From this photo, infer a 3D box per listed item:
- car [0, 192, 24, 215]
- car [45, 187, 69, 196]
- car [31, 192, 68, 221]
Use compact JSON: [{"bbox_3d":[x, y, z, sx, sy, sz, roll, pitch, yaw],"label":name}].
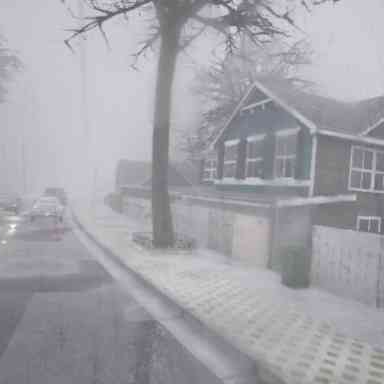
[{"bbox_3d":[-13.178,0.773,23.793,1.812,1.442,4.674,4,0,-21],"label":"car"},{"bbox_3d":[-14.174,0.491,34.672,2.150,2.045,5.566,4,0,-17],"label":"car"},{"bbox_3d":[-9.373,1.029,21.739,1.812,1.442,4.674,4,0,-22],"label":"car"}]
